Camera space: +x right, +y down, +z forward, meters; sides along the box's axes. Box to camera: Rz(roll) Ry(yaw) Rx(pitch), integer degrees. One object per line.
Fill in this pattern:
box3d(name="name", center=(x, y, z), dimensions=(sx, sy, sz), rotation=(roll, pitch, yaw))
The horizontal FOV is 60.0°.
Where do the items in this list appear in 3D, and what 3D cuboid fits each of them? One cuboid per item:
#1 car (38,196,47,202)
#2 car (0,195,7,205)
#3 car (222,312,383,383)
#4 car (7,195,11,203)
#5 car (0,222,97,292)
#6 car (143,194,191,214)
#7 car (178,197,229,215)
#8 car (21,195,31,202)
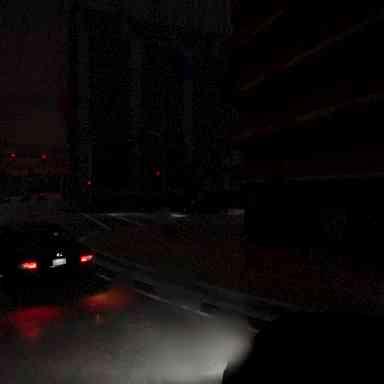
box3d(name="car", center=(-34.780, 1.540, 77.200), dimensions=(2.033, 1.411, 5.357), rotation=(0, 0, -23))
box3d(name="car", center=(-34.653, 1.601, 58.842), dimensions=(1.895, 1.301, 4.718), rotation=(0, 0, -23))
box3d(name="car", center=(2.800, 1.547, 2.071), dimensions=(5.357, 1.411, 2.033), rotation=(0, 0, 35))
box3d(name="car", center=(-38.620, 1.355, 68.288), dimensions=(2.097, 1.767, 4.553), rotation=(0, 0, -23))
box3d(name="car", center=(-4.408, 1.547, 9.102), dimensions=(2.033, 1.411, 5.357), rotation=(0, 0, -38))
box3d(name="car", center=(-2.525, 1.277, 36.554), dimensions=(5.566, 2.045, 2.150), rotation=(0, 0, -22))
box3d(name="car", center=(1.461, 1.560, 34.413), dimensions=(4.892, 1.490, 1.837), rotation=(0, 0, -22))
box3d(name="car", center=(-39.136, 1.525, 78.527), dimensions=(2.128, 1.511, 4.902), rotation=(0, 0, -23))
